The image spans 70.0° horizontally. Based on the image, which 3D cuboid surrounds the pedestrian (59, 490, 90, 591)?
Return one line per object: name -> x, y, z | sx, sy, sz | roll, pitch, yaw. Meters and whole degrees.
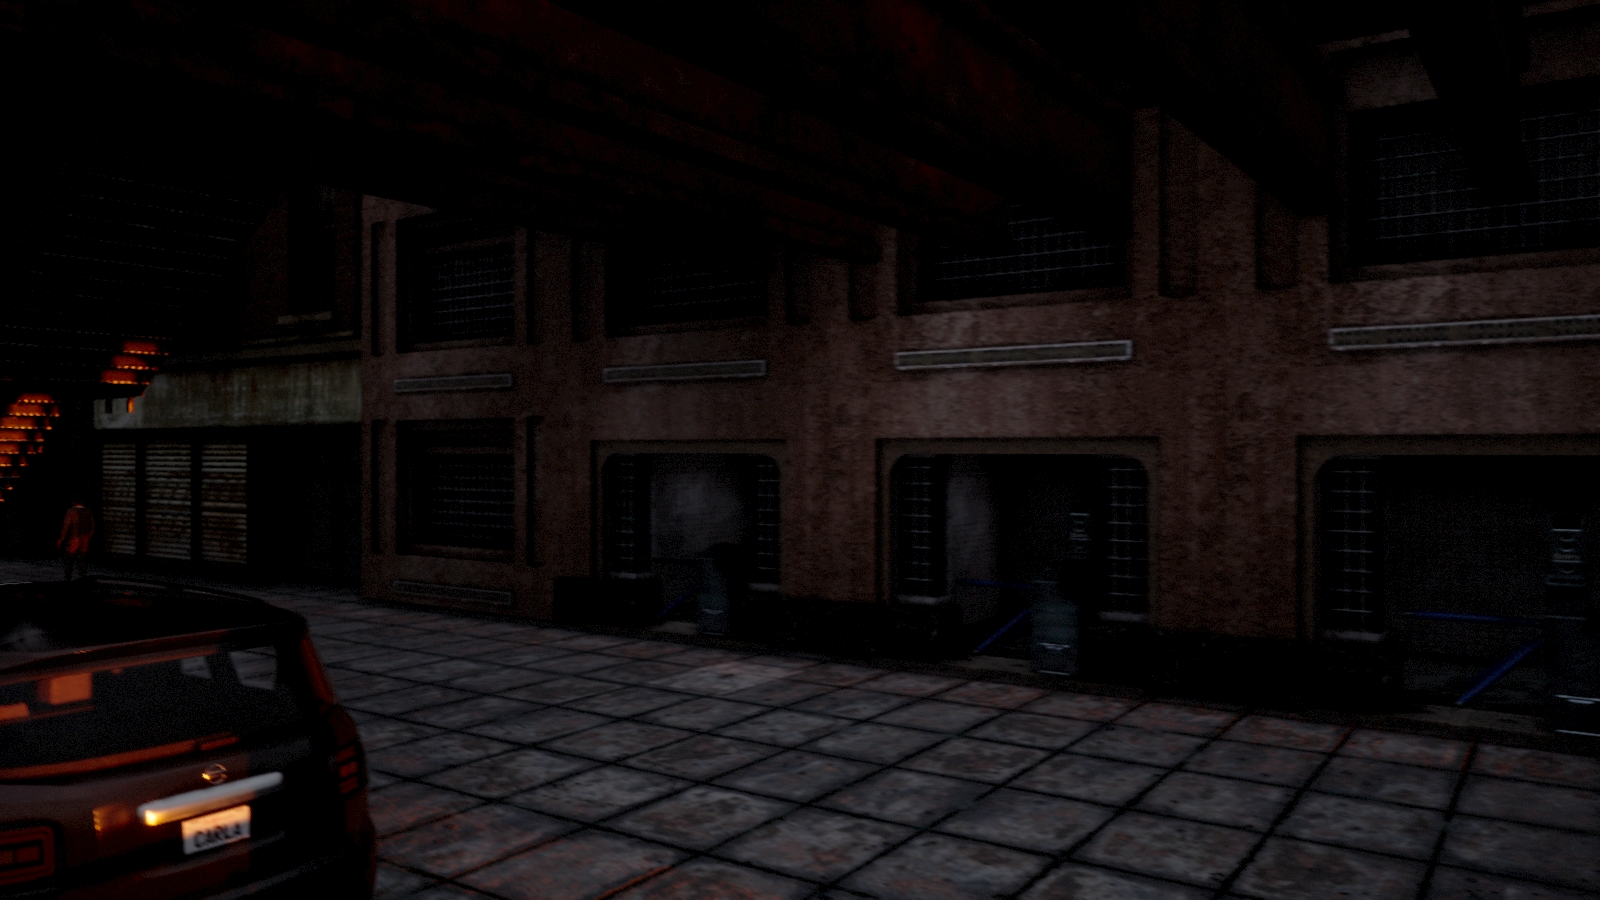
pedestrian -> -13.702, 1.696, 21.573 | 0.375, 1.860, 0.375 | 0, 0, 35
